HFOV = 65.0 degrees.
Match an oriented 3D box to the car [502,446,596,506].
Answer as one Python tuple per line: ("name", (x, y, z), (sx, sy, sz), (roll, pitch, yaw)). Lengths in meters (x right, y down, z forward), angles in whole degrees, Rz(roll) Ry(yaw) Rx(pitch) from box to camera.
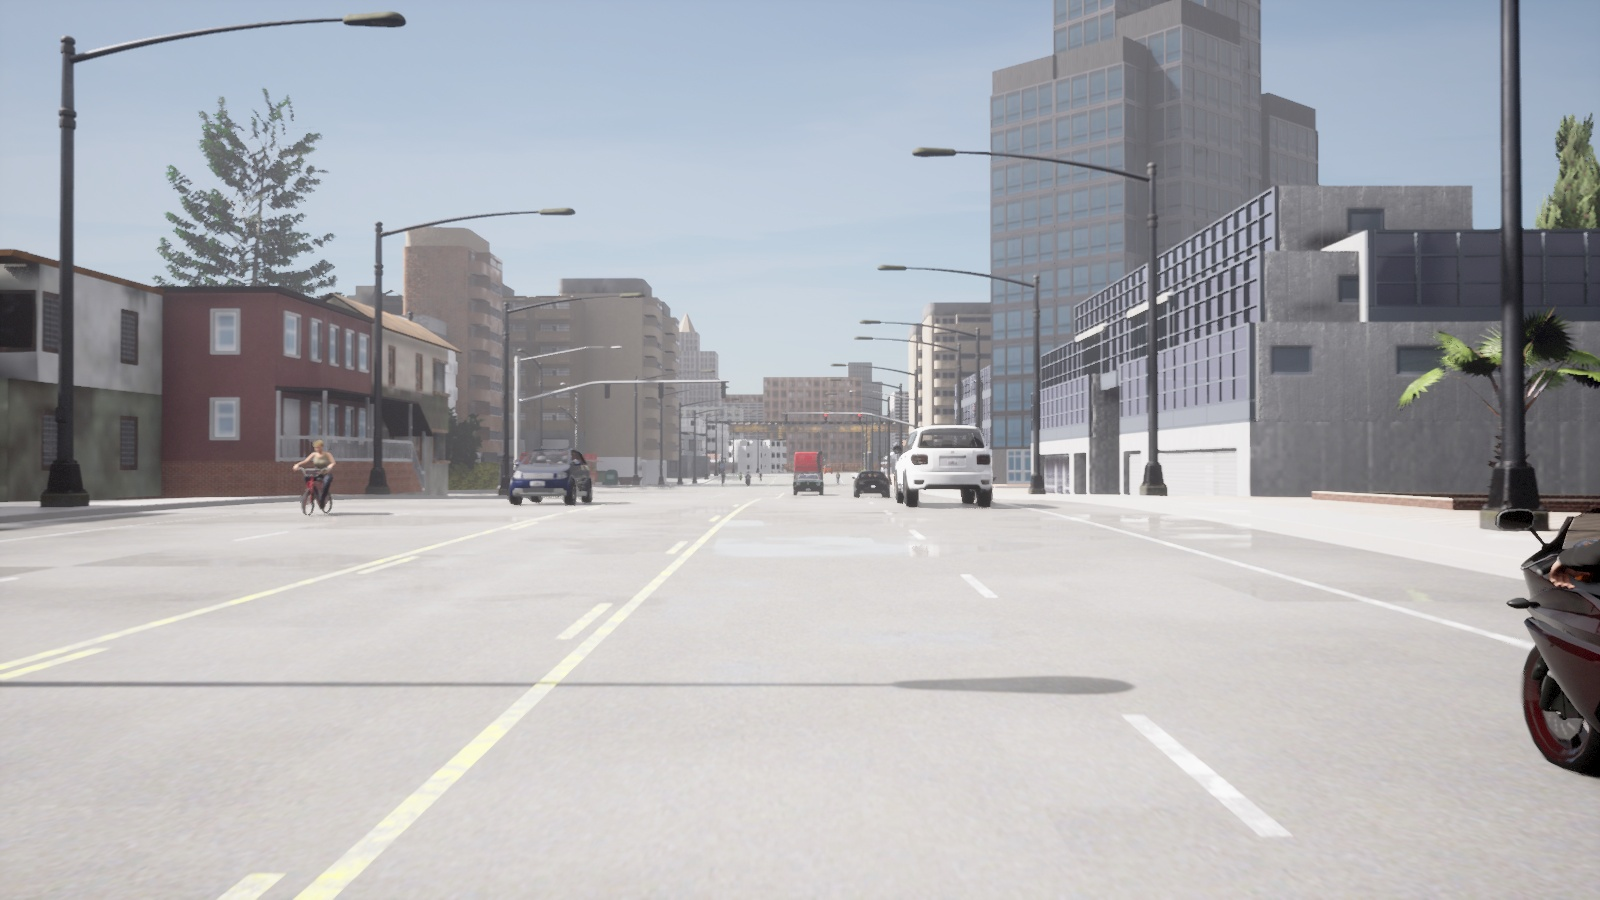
("car", (-6.772, 0.706, 34.190), (1.789, 1.549, 3.705), (0, -1, 0))

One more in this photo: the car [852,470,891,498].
("car", (3.953, 1.883, 70.104), (1.882, 1.535, 5.008), (0, -1, 0))

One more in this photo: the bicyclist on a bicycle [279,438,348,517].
("bicyclist on a bicycle", (-10.292, 0.569, 26.624), (0.866, 1.612, 1.509), (0, 0, 1))

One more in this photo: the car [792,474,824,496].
("car", (0.496, 2.127, 77.140), (1.895, 1.301, 4.718), (0, -1, 0))

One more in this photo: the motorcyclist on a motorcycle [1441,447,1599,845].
("motorcyclist on a motorcycle", (3.525, 0.757, 5.003), (0.866, 1.530, 2.191), (0, 0, 2))

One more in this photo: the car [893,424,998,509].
("car", (3.724, 0.437, 33.128), (2.150, 2.045, 5.566), (0, -1, 0))
